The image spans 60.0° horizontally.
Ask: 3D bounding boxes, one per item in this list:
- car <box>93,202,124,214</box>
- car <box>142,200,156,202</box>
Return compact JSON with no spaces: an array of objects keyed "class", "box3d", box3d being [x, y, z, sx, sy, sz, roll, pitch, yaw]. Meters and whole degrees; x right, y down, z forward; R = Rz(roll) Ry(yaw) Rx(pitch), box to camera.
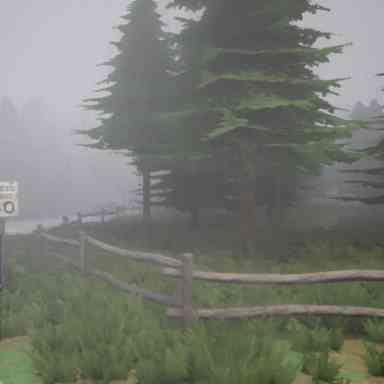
[{"class":"car","box3d":[-8.661,1.822,35.446,2.128,1.511,4.902,-1,0,14]},{"class":"car","box3d":[-5.467,1.713,45.711,2.097,1.767,4.553,-1,0,25]}]
